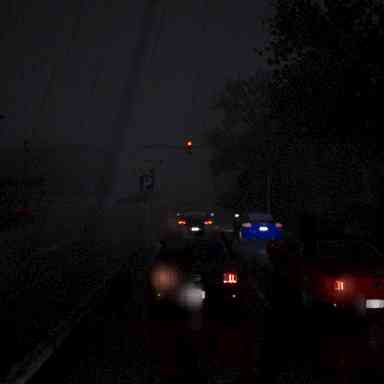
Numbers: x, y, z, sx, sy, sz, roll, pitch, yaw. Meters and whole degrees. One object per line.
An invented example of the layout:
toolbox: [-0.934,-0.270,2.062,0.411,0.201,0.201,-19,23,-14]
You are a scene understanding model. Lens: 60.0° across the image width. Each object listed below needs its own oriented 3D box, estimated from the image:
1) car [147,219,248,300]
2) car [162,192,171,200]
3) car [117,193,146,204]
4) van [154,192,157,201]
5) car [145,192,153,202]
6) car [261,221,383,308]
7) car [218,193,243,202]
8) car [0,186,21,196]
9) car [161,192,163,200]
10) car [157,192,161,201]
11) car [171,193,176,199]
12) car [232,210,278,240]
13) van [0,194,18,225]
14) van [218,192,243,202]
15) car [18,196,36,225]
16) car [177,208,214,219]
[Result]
car: [0.110,1.612,8.350,1.895,1.301,4.718,0,0,0]
car: [-8.451,1.357,85.290,4.674,1.452,2.002,-1,0,-12]
car: [-11.443,1.358,61.355,4.792,1.488,2.163,-1,0,-15]
van: [-10.239,1.093,70.340,4.442,1.987,1.878,-1,0,-14]
car: [-10.798,1.315,64.348,5.366,1.575,1.946,-1,0,-15]
car: [3.120,1.611,7.859,1.895,1.301,4.718,0,0,0]
car: [7.668,1.141,66.919,4.553,1.767,2.185,1,0,-14]
car: [-28.164,0.136,52.224,2.002,1.452,4.674,6,-3,-19]
car: [-9.639,1.359,76.306,4.674,1.452,2.002,-1,0,-13]
car: [-10.011,1.321,73.311,4.892,1.521,2.231,-1,0,-14]
car: [-8.001,1.064,88.296,5.566,2.045,2.435,-1,0,-12]
car: [3.164,1.588,16.607,1.994,1.385,4.181,0,0,1]
van: [-13.602,1.296,20.571,4.442,1.987,1.878,-1,0,-19]
van: [7.284,1.042,63.950,4.442,1.987,1.878,1,0,-14]
car: [-13.627,1.403,23.549,4.553,1.767,2.185,-1,0,-19]
car: [0.171,1.552,17.452,1.812,1.442,4.674,0,0,1]
